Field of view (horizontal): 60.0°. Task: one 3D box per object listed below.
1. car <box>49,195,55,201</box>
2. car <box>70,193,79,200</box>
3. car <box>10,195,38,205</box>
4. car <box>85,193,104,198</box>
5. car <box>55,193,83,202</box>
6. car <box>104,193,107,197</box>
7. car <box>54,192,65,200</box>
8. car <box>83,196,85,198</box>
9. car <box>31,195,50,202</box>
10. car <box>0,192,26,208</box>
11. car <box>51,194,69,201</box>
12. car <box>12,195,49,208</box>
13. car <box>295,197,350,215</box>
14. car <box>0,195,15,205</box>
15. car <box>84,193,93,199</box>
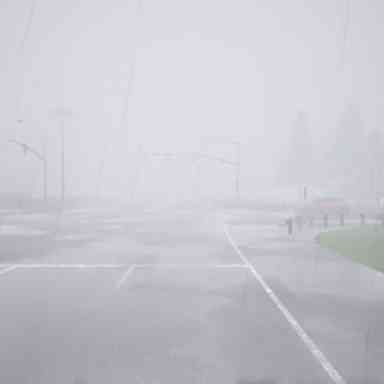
[{"bbox_3d":[-24.662,1.255,56.746,2.128,1.511,4.902,0,0,0],"label":"car"},{"bbox_3d":[-30.302,1.132,85.730,1.837,1.490,4.892,0,0,-14],"label":"car"},{"bbox_3d":[-28.152,1.315,55.915,2.033,1.411,5.357,0,0,0],"label":"car"},{"bbox_3d":[-21.202,1.169,72.723,1.882,1.535,5.008,0,0,-3],"label":"car"},{"bbox_3d":[-21.165,1.308,57.415,2.033,1.411,5.357,0,0,0],"label":"car"},{"bbox_3d":[-23.617,0.977,87.786,2.097,1.767,4.553,0,0,-14],"label":"car"},{"bbox_3d":[-33.596,0.986,84.515,2.097,1.767,4.553,0,0,-14],"label":"car"},{"bbox_3d":[-24.674,1.173,71.733,1.882,1.535,5.008,0,0,0],"label":"car"},{"bbox_3d":[-31.642,1.300,69.746,1.895,1.301,4.718,0,0,0],"label":"car"},{"bbox_3d":[-24.668,1.037,45.433,2.150,2.045,5.566,0,0,0],"label":"car"},{"bbox_3d":[-28.154,1.199,71.057,1.837,1.490,4.892,0,0,0],"label":"car"},{"bbox_3d":[-21.167,1.424,43.839,1.895,1.301,4.718,0,0,0],"label":"car"},{"bbox_3d":[11.689,1.237,30.072,4.553,1.767,2.097,0,0,8],"label":"car"},{"bbox_3d":[-31.649,1.263,55.096,2.128,1.511,4.902,0,0,0],"label":"car"},{"bbox_3d":[-27.038,1.104,87.016,1.882,1.535,5.008,0,0,-14],"label":"car"}]
